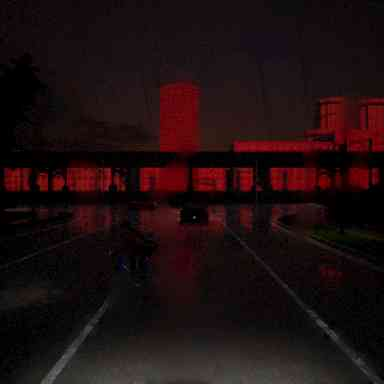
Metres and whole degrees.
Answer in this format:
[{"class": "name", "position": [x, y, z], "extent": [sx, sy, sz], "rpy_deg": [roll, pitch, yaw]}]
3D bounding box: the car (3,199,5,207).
[{"class": "car", "position": [-26.361, 1.601, 41.287], "extent": [4.718, 1.301, 1.895], "rpy_deg": [0, 0, 2]}]

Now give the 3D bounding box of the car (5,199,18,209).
[{"class": "car", "position": [-26.146, 1.478, 44.784], "extent": [5.008, 1.535, 1.882], "rpy_deg": [0, 0, 2]}]

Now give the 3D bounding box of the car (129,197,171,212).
[{"class": "car", "position": [-5.143, 1.342, 38.799], "extent": [4.553, 1.767, 2.097], "rpy_deg": [0, 1, 35]}]

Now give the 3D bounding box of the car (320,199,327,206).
[{"class": "car", "position": [22.092, 1.386, 50.527], "extent": [4.892, 1.490, 1.837], "rpy_deg": [-1, 0, 2]}]

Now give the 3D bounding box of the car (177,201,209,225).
[{"class": "car", "position": [0.169, 1.478, 23.803], "extent": [1.882, 1.535, 5.008], "rpy_deg": [0, 0, 0]}]

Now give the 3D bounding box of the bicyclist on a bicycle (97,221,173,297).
[{"class": "bicyclist on a bicycle", "position": [-1.241, 1.455, 7.149], "extent": [1.656, 1.620, 0.582], "rpy_deg": [-2, 0, 0]}]

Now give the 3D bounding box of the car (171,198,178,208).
[{"class": "car", "position": [-3.138, 1.496, 44.083], "extent": [4.892, 1.490, 1.837], "rpy_deg": [0, 0, 2]}]
